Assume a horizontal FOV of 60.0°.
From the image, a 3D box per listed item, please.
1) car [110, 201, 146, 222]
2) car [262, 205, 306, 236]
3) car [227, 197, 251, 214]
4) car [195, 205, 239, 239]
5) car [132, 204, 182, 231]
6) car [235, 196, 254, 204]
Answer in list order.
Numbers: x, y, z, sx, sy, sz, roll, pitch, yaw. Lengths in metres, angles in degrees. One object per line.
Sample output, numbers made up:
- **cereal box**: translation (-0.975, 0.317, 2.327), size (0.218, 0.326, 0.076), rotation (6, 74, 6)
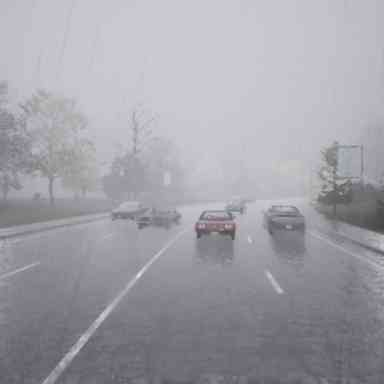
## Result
- **car**: translation (-4.628, 1.432, 25.775), size (1.882, 1.535, 5.008), rotation (0, 0, 10)
- **car**: translation (5.057, 1.489, 18.645), size (2.128, 1.511, 4.902), rotation (0, 0, 8)
- **car**: translation (4.632, 1.527, 34.806), size (2.033, 1.411, 5.357), rotation (0, 0, 14)
- **car**: translation (1.320, 1.587, 17.255), size (1.895, 1.301, 4.718), rotation (0, 0, 7)
- **car**: translation (-1.940, 1.572, 20.686), size (1.895, 1.301, 4.718), rotation (0, 0, 8)
- **car**: translation (9.817, 1.567, 60.666), size (1.895, 1.301, 4.718), rotation (0, 0, 25)
